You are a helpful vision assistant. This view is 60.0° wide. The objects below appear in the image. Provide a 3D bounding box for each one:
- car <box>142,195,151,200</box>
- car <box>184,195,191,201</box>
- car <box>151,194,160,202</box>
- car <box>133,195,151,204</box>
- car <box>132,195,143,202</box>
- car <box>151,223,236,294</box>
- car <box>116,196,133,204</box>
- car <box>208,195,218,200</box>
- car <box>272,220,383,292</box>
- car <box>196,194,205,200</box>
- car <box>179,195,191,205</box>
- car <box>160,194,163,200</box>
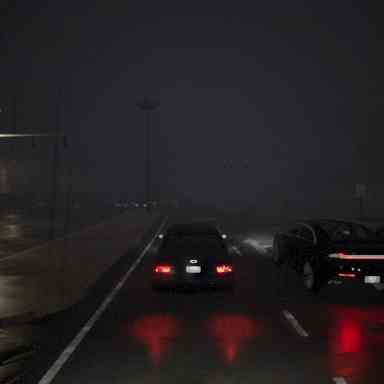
[{"bbox_3d":[-12.670,1.483,92.510,1.895,1.301,4.718,0,0,0],"label":"car"},{"bbox_3d":[-1.174,1.532,89.329,2.033,1.411,5.357,0,0,0],"label":"car"},{"bbox_3d":[-9.190,1.498,77.245,1.837,1.490,4.892,0,0,0],"label":"car"},{"bbox_3d":[-9.268,1.524,62.029,1.812,1.442,4.674,0,0,1],"label":"car"},{"bbox_3d":[-12.690,1.523,77.289,1.812,1.442,4.674,0,0,0],"label":"car"},{"bbox_3d":[0.019,1.547,8.953,2.033,1.411,5.357,0,0,0],"label":"car"},{"bbox_3d":[-12.763,1.503,62.101,1.837,1.490,4.892,0,0,1],"label":"car"},{"bbox_3d":[5.826,1.470,89.336,1.882,1.535,5.008,0,0,0],"label":"car"},{"bbox_3d":[3.518,1.491,8.901,2.128,1.511,4.902,0,0,0],"label":"car"},{"bbox_3d":[2.326,1.494,89.406,1.837,1.490,4.892,0,0,0],"label":"car"},{"bbox_3d":[-1.213,1.562,58.437,1.994,1.385,4.181,0,0,0],"label":"car"},{"bbox_3d":[-9.170,1.243,92.567,2.097,1.767,4.553,0,0,0],"label":"car"}]
